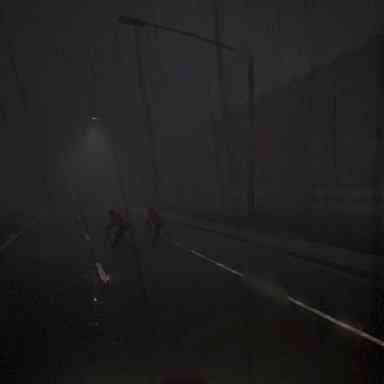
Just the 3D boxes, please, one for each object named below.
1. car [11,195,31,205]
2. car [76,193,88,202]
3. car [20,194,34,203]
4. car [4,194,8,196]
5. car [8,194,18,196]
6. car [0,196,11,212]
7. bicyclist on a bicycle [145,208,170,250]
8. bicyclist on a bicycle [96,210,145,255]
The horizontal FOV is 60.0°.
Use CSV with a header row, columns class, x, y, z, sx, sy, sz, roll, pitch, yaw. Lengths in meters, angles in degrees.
class,x,y,z,sx,sy,sz,roll,pitch,yaw
car,-29.289,1.590,56.710,1.895,1.301,4.718,0,0,-20
car,-23.313,1.423,71.093,1.812,1.442,4.674,0,1,-20
car,-33.113,1.402,67.296,1.837,1.490,4.892,0,1,-20
car,-32.298,1.484,54.752,2.128,1.511,4.902,0,0,-20
car,-35.969,1.270,64.917,2.097,1.767,4.553,0,0,-20
car,-22.252,1.491,37.401,2.128,1.511,4.902,0,0,-20
bicyclist on a bicycle,-1.500,1.449,13.166,1.656,1.620,0.582,-3,-2,39
bicyclist on a bicycle,-2.689,1.454,11.812,1.656,1.620,0.582,-2,-1,13
